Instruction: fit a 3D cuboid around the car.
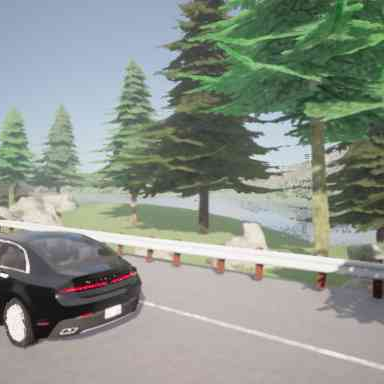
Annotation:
[{"bbox_3d":[-3.098,1.499,6.329,4.892,1.490,1.837,0,0,37],"label":"car"}]
